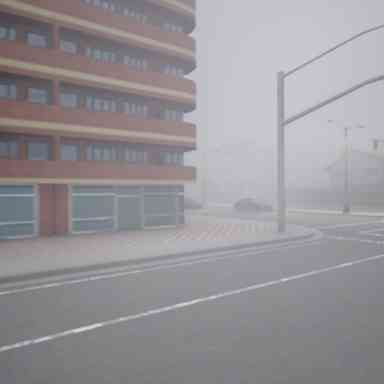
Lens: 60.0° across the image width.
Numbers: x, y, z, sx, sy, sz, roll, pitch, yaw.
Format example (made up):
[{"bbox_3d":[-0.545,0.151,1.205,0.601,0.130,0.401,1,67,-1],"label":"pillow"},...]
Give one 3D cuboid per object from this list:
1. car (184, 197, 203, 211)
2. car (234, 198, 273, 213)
[{"bbox_3d":[-0.653,1.355,38.653,1.837,1.490,4.892,0,0,-35],"label":"car"},{"bbox_3d":[6.317,1.352,34.713,1.812,1.442,4.674,0,0,-35],"label":"car"}]
